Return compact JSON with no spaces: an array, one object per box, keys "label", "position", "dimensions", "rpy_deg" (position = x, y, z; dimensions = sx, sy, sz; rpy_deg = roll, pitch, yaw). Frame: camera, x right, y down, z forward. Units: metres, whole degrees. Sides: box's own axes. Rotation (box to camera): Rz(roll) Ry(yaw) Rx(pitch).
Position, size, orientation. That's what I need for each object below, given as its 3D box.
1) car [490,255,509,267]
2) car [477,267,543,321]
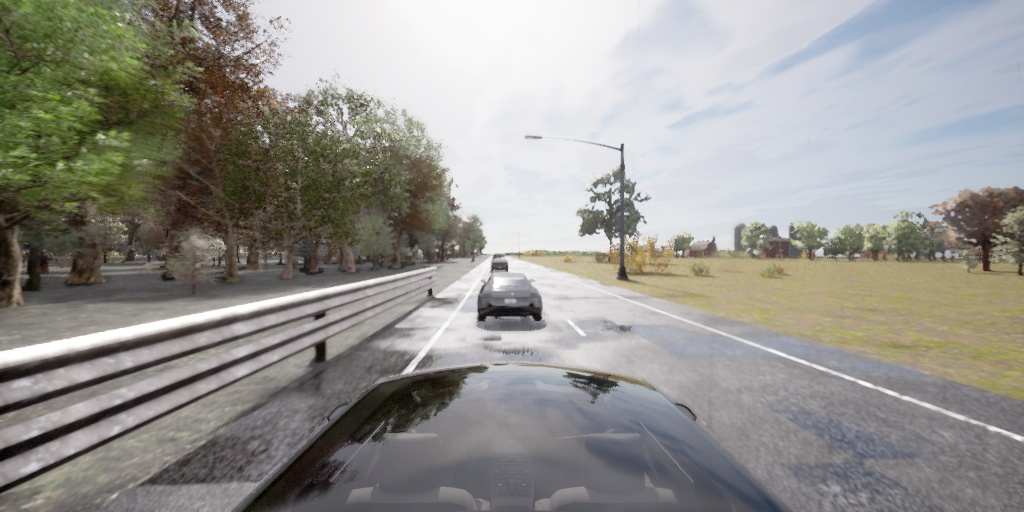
[{"label":"car","position":[-1.349,0.962,39.361],"dimensions":[1.882,1.535,5.008],"rpy_deg":[0,0,-3]},{"label":"car","position":[-0.131,1.238,12.205],"dimensions":[1.994,1.385,4.181],"rpy_deg":[0,0,-3]}]
